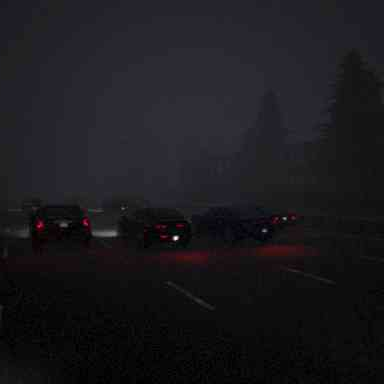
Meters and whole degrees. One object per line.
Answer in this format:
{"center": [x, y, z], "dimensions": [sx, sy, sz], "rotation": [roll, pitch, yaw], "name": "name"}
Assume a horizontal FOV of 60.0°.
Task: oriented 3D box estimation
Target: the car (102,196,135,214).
{"center": [-7.335, 1.208, 31.961], "dimensions": [1.837, 1.490, 4.892], "rotation": [0, 1, -28], "name": "car"}

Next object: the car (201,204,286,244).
{"center": [1.659, 1.341, 15.156], "dimensions": [1.882, 1.535, 5.008], "rotation": [0, 1, -28], "name": "car"}

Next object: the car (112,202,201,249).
{"center": [-1.734, 1.375, 14.075], "dimensions": [1.837, 1.490, 4.892], "rotation": [0, 1, -28], "name": "car"}

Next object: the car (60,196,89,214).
{"center": [-11.400, 1.175, 32.139], "dimensions": [1.882, 1.535, 5.008], "rotation": [0, 1, -28], "name": "car"}

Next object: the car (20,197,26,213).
{"center": [-15.586, 1.195, 32.544], "dimensions": [1.837, 1.490, 4.892], "rotation": [0, 1, -28], "name": "car"}

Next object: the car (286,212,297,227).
{"center": [3.523, 1.377, 19.090], "dimensions": [2.033, 1.411, 5.357], "rotation": [0, 1, -28], "name": "car"}

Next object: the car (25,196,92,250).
{"center": [-5.710, 1.218, 14.089], "dimensions": [2.097, 1.767, 4.553], "rotation": [0, 1, -28], "name": "car"}

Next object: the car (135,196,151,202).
{"center": [-5.952, 1.187, 36.768], "dimensions": [1.812, 1.442, 4.674], "rotation": [0, 1, -28], "name": "car"}
